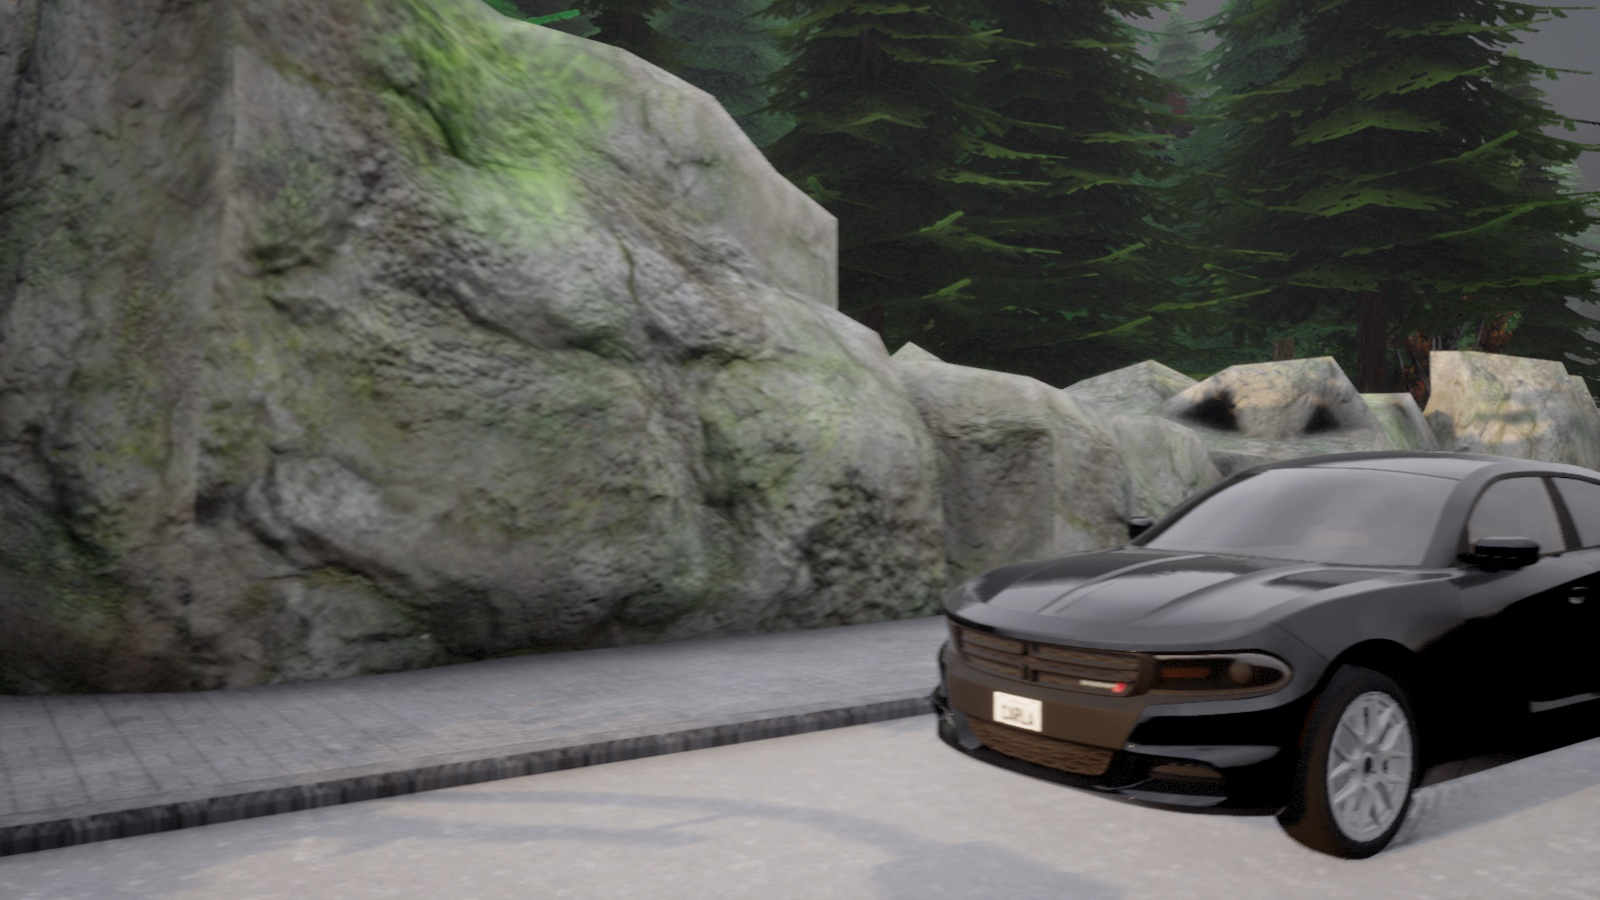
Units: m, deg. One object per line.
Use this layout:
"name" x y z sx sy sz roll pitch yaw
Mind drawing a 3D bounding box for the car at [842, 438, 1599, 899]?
"car" 2.780 0.732 6.203 5.008 1.535 1.882 0 0 -35
